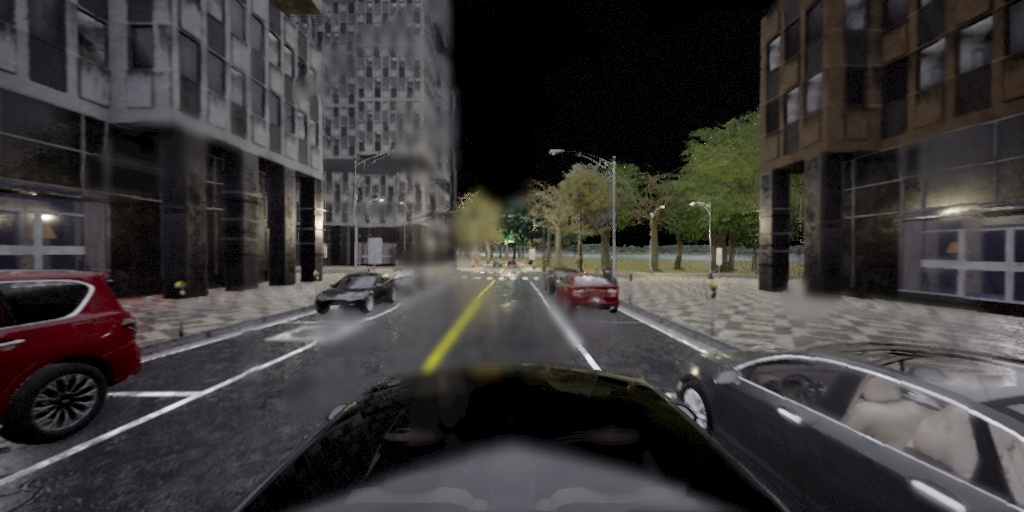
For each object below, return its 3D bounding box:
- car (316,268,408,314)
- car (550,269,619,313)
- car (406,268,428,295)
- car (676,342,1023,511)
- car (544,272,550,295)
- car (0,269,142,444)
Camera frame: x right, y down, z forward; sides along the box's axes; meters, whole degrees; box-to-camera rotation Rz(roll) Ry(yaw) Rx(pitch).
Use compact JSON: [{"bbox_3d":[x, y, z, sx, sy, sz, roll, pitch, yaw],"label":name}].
[{"bbox_3d":[-5.760,1.325,13.879,1.948,1.339,4.313,0,0,0],"label":"car"},{"bbox_3d":[2.766,1.304,13.847,1.888,1.381,4.507,0,0,0],"label":"car"},{"bbox_3d":[-5.758,1.318,19.548,2.007,1.370,4.403,0,0,0],"label":"car"},{"bbox_3d":[2.762,1.300,2.509,2.007,1.370,4.403,0,0,0],"label":"car"},{"bbox_3d":[2.767,1.333,19.515,1.948,1.339,4.313,0,0,0],"label":"car"},{"bbox_3d":[-5.763,1.065,2.541,2.192,1.841,5.009,0,0,0],"label":"car"}]
